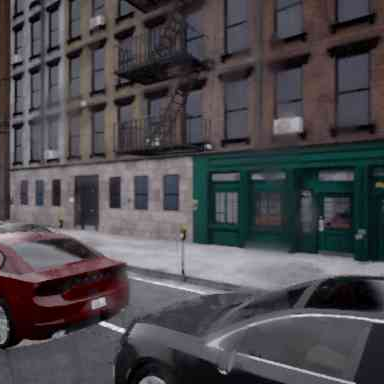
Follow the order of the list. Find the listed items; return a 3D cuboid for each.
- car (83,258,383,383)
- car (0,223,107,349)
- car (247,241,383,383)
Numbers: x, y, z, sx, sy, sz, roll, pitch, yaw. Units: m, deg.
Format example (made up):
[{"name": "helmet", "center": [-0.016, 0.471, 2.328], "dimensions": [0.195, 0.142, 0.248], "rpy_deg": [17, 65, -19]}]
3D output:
[{"name": "car", "center": [1.407, 1.521, 2.813], "dimensions": [4.892, 1.490, 1.837], "rpy_deg": [0, 0, 36]}, {"name": "car", "center": [-3.399, 1.506, 6.405], "dimensions": [5.008, 1.535, 1.882], "rpy_deg": [0, 0, 36]}, {"name": "car", "center": [3.101, 1.573, 3.961], "dimensions": [4.403, 1.369, 2.008], "rpy_deg": [0, 0, 36]}]
